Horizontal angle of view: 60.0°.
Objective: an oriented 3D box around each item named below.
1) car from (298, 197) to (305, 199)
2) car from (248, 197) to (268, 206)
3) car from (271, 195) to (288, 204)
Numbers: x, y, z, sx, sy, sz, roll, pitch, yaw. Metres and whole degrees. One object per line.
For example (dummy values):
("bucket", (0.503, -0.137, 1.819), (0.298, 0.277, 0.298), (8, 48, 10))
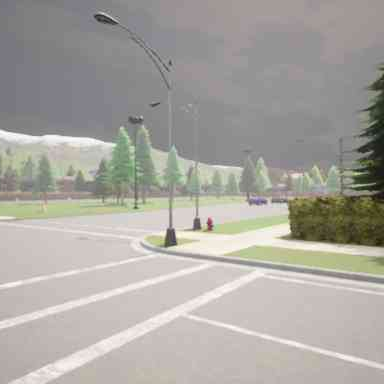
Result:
("car", (18.952, 1.565, 57.005), (1.882, 1.535, 5.008), (0, 0, 36))
("car", (11.785, 1.601, 59.041), (1.882, 1.535, 5.008), (0, 0, 36))
("car", (17.735, 1.476, 67.266), (2.097, 1.767, 4.553), (0, 0, 36))
